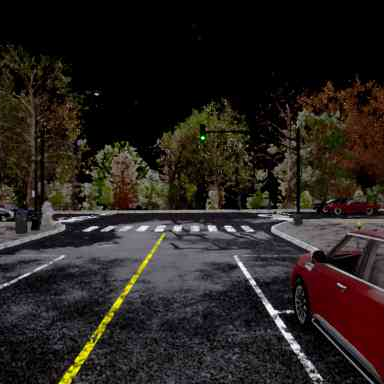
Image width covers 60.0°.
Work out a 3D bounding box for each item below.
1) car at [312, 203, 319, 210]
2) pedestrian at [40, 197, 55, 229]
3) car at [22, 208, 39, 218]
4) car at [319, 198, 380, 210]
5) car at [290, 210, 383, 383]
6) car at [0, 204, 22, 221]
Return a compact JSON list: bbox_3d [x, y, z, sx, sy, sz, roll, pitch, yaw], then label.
[{"bbox_3d":[15.243,1.406,35.141,4.892,1.490,1.837,-1,-1,1],"label":"car"},{"bbox_3d":[-8.185,1.146,18.849,0.375,1.860,0.375,1,-1,0],"label":"pedestrian"},{"bbox_3d":[-16.107,1.733,29.190,4.718,1.301,1.895,-1,-1,1],"label":"car"},{"bbox_3d":[15.177,1.459,31.888,4.718,1.301,1.895,-1,-1,1],"label":"car"},{"bbox_3d":[2.719,1.316,3.825,2.192,1.841,5.009,1,0,0],"label":"car"},{"bbox_3d":[-16.434,1.583,25.936,4.902,1.511,2.128,-1,-1,2],"label":"car"}]
